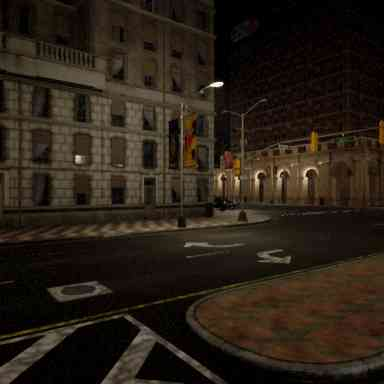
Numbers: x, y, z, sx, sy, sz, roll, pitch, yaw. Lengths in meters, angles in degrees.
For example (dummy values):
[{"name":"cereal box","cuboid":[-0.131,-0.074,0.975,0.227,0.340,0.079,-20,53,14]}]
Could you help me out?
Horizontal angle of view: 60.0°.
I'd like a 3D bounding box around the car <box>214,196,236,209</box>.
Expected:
[{"name":"car","cuboid":[3.735,1.352,43.649,2.097,1.767,4.553,0,0,-36]}]
